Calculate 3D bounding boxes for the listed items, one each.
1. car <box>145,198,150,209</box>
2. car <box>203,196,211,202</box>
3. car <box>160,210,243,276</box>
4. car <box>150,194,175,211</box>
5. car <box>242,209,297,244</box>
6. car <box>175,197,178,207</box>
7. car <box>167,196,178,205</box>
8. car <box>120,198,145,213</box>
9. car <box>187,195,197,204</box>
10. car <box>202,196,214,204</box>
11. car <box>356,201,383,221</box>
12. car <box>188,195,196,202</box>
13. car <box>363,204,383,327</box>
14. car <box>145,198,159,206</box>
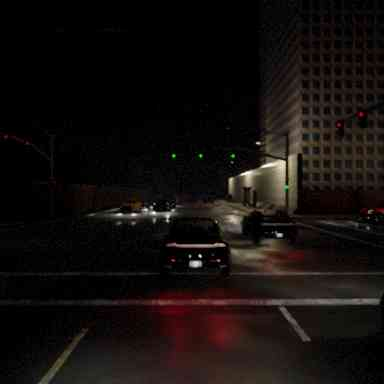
[{"bbox_3d":[-7.086,1.561,48.138,1.882,1.535,5.008,0,0,0],"label":"car"},{"bbox_3d":[3.491,1.636,78.653,1.837,1.490,4.892,0,0,0],"label":"car"},{"bbox_3d":[0.094,1.536,10.455,2.128,1.511,4.902,0,0,0],"label":"car"},{"bbox_3d":[-3.591,1.423,40.927,2.097,1.767,4.553,0,0,0],"label":"car"},{"bbox_3d":[3.598,1.553,16.084,2.128,1.511,4.902,0,0,0],"label":"car"},{"bbox_3d":[-3.568,1.309,50.517,2.150,2.045,5.566,0,0,0],"label":"car"},{"bbox_3d":[-3.507,1.582,60.665,1.882,1.535,5.008,0,0,0],"label":"car"},{"bbox_3d":[-7.096,1.545,38.816,1.882,1.535,5.008,0,0,0],"label":"car"},{"bbox_3d":[-0.008,1.469,68.305,2.097,1.767,4.553,0,0,0],"label":"car"},{"bbox_3d":[3.492,1.643,68.348,1.812,1.442,4.674,0,0,0],"label":"car"},{"bbox_3d":[15.030,1.451,25.273,4.553,1.767,2.097,0,0,0],"label":"car"},{"bbox_3d":[-0.009,1.463,78.558,1.837,1.490,4.892,0,0,0],"label":"car"},{"bbox_3d":[3.601,1.225,2.066,2.150,2.045,5.566,0,0,0],"label":"car"},{"bbox_3d":[-7.007,1.702,58.301,1.895,1.301,4.718,0,0,1],"label":"car"}]
